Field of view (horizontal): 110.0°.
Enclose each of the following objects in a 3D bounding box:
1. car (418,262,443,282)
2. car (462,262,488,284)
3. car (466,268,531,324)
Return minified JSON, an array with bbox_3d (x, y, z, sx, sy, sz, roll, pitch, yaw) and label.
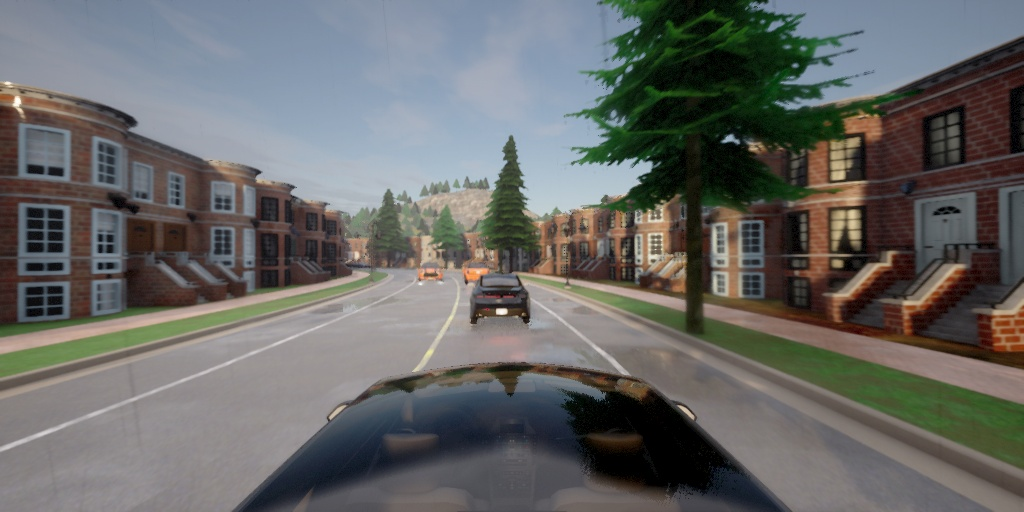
[{"bbox_3d":[-7.403,1.339,32.572,2.097,1.767,4.553,0,0,-14],"label":"car"},{"bbox_3d":[-3.041,1.307,30.005,2.097,1.767,4.553,0,0,-11],"label":"car"},{"bbox_3d":[-0.480,1.331,12.476,1.837,1.490,4.892,0,0,-5],"label":"car"}]
